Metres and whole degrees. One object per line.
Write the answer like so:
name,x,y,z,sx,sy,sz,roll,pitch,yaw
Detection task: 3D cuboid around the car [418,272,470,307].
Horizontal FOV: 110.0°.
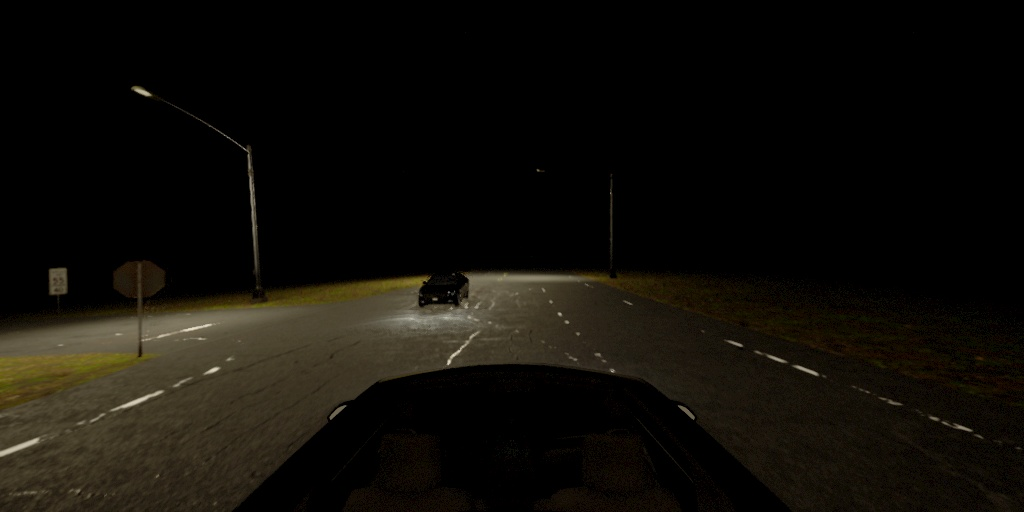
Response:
car,-3.330,1.611,18.212,1.882,1.535,5.008,-2,0,1
